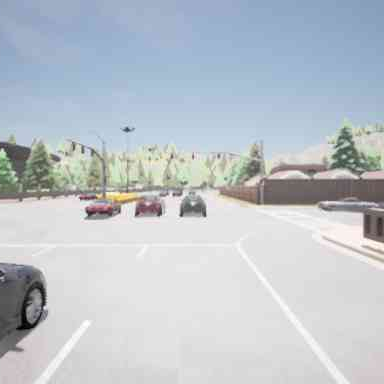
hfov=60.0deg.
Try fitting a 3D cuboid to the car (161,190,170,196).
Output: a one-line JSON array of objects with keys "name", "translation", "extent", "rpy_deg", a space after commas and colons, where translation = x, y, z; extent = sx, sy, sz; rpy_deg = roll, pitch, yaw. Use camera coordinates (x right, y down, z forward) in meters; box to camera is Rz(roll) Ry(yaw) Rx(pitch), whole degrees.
[{"name": "car", "translation": [-7.010, 0.264, 86.883], "extent": [1.994, 1.385, 4.181], "rpy_deg": [0, 1, 0]}]

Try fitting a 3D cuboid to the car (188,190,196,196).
[{"name": "car", "translation": [-0.010, 0.235, 86.883], "extent": [1.812, 1.442, 4.674], "rpy_deg": [0, 1, 0]}]

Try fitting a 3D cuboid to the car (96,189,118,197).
[{"name": "car", "translation": [-14.048, 0.461, 56.489], "extent": [2.150, 2.045, 5.566], "rpy_deg": [0, 1, 1]}]

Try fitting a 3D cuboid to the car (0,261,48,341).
[{"name": "car", "translation": [-3.444, 1.462, 3.877], "extent": [1.837, 1.490, 4.892], "rpy_deg": [0, 1, 1]}]

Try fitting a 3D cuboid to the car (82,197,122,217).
[{"name": "car", "translation": [-6.910, 1.255, 26.545], "extent": [1.895, 1.301, 4.718], "rpy_deg": [0, 1, 0]}]

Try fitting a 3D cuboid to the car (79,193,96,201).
[{"name": "car", "translation": [-17.548, 0.846, 56.199], "extent": [1.895, 1.301, 4.718], "rpy_deg": [0, 1, 1]}]

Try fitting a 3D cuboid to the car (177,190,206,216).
[{"name": "car", "translation": [0.089, 0.987, 27.865], "extent": [2.097, 1.767, 4.553], "rpy_deg": [0, 1, 0]}]

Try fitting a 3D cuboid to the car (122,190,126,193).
[{"name": "car", "translation": [-14.008, 0.376, 72.395], "extent": [2.097, 1.767, 4.553], "rpy_deg": [0, 1, 0]}]

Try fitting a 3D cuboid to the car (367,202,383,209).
[{"name": "car", "translation": [17.944, 1.126, 27.934], "extent": [4.902, 1.511, 2.128], "rpy_deg": [0, 1, 2]}]

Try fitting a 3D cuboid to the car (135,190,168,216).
[{"name": "car", "translation": [-3.411, 0.987, 27.873], "extent": [2.097, 1.767, 4.553], "rpy_deg": [0, 1, 0]}]

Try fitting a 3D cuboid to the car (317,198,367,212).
[{"name": "car", "translation": [14.482, 1.185, 31.572], "extent": [4.718, 1.301, 1.895], "rpy_deg": [0, 1, 2]}]

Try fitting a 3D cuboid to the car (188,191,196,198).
[{"name": "car", "translation": [-0.009, 0.451, 76.465], "extent": [1.837, 1.490, 4.892], "rpy_deg": [0, 1, 0]}]

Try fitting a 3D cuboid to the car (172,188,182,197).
[{"name": "car", "translation": [-3.509, 0.429, 76.464], "extent": [1.882, 1.535, 5.008], "rpy_deg": [0, 1, 0]}]

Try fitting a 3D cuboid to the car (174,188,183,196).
[{"name": "car", "translation": [-3.510, -0.064, 86.909], "extent": [2.150, 2.045, 5.566], "rpy_deg": [0, 1, 0]}]

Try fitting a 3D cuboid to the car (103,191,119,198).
[{"name": "car", "translation": [-17.508, 0.564, 72.188], "extent": [2.033, 1.411, 5.357], "rpy_deg": [0, 1, 0]}]
